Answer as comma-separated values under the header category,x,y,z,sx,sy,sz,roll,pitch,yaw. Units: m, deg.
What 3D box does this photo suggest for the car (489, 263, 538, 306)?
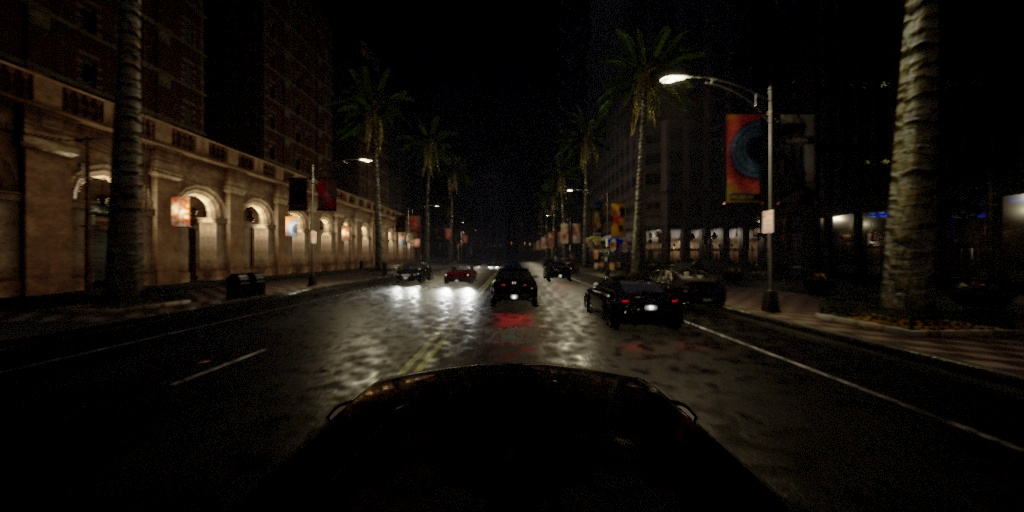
category,x,y,z,sx,sy,sz,roll,pitch,yaw
car,0.084,1.234,15.525,1.837,1.490,4.892,0,0,0

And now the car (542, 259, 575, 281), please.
category,x,y,z,sx,sy,sz,roll,pitch,yaw
car,3.583,1.213,29.009,1.837,1.490,4.892,0,0,0

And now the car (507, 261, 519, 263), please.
category,x,y,z,sx,sy,sz,roll,pitch,yaw
car,0.091,1.226,34.525,1.812,1.442,4.674,0,0,0

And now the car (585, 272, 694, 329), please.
category,x,y,z,sx,sy,sz,roll,pitch,yaw
car,3.588,1.299,11.250,1.994,1.385,4.181,0,0,0

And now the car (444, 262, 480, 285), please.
category,x,y,z,sx,sy,sz,roll,pitch,yaw
car,-3.615,1.316,25.672,1.895,1.301,4.718,0,0,0

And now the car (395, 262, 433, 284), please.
category,x,y,z,sx,sy,sz,roll,pitch,yaw
car,-7.113,1.206,26.427,2.128,1.511,4.902,0,0,0
